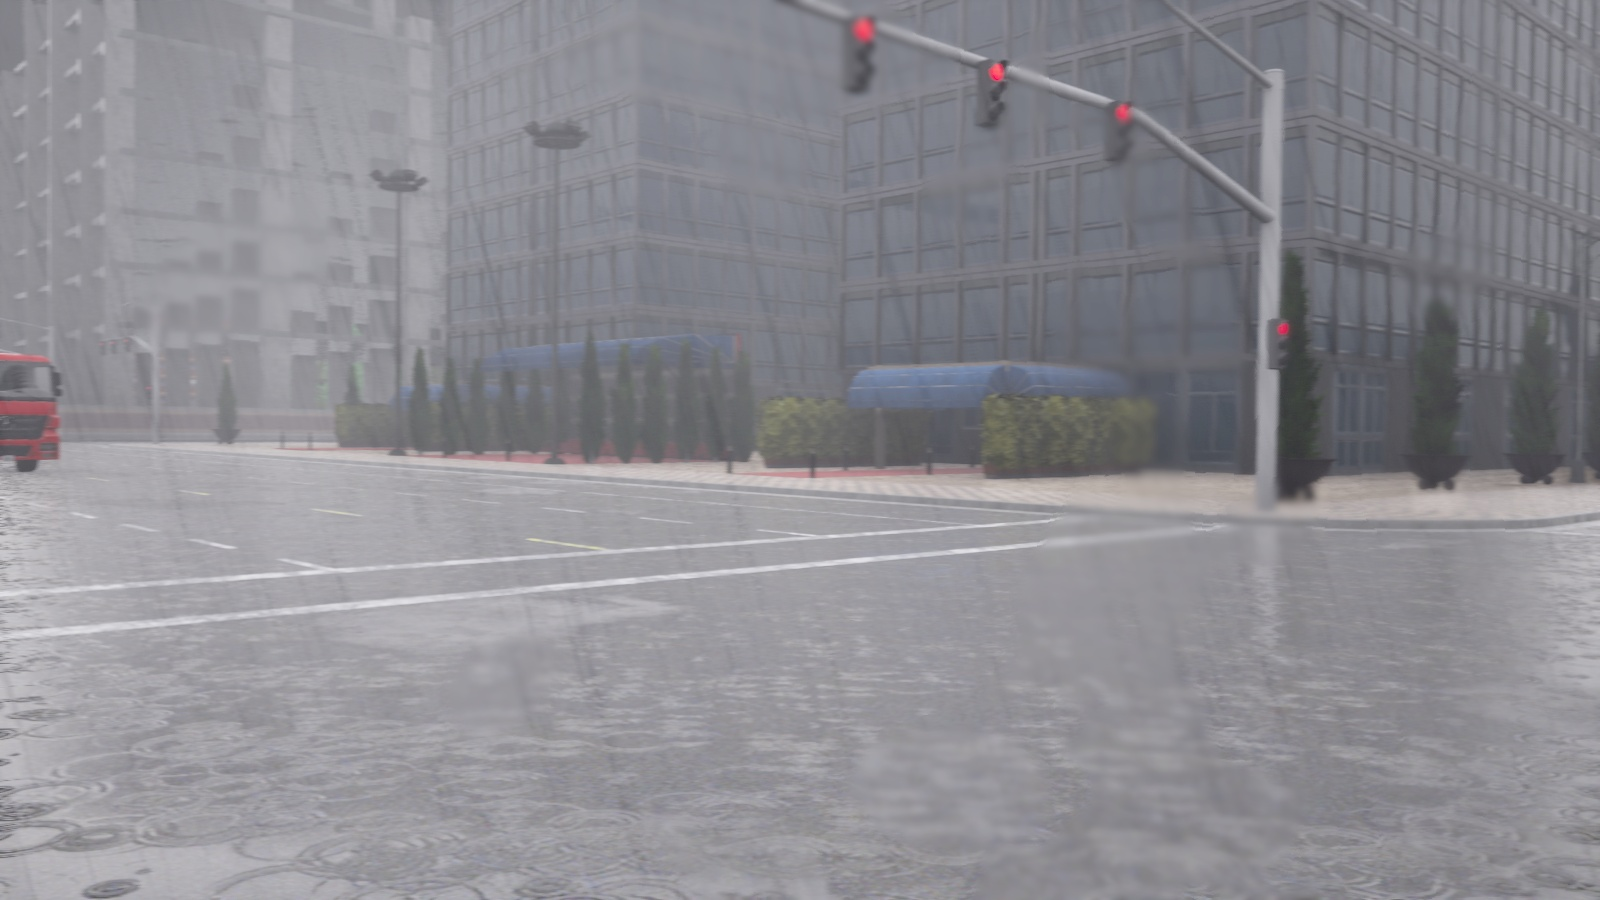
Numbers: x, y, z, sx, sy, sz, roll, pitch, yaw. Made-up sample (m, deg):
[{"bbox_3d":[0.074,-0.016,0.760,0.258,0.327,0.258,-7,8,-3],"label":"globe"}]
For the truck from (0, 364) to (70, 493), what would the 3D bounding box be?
[{"bbox_3d":[-24.602,-0.601,36.345,7.936,3.462,2.891,0,1,35],"label":"truck"}]
